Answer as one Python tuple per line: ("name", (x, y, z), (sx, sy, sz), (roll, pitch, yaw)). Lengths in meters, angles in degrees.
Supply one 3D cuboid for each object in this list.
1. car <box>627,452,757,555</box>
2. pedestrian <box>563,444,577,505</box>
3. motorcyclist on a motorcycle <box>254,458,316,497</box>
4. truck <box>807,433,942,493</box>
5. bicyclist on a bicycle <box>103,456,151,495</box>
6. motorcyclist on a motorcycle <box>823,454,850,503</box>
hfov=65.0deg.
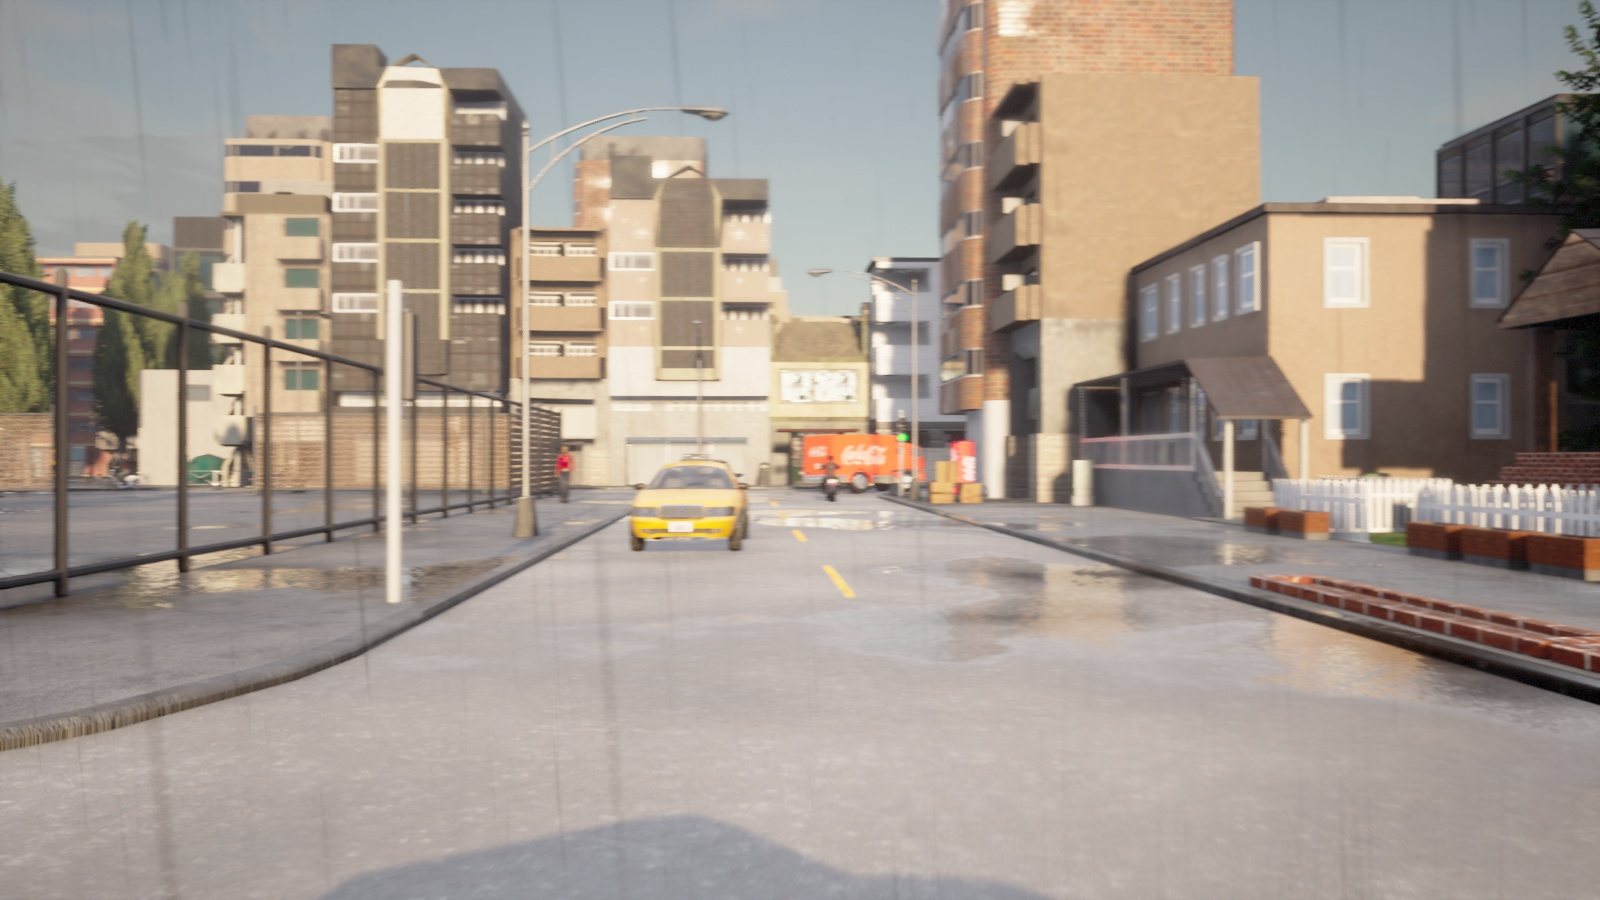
("car", (-1.746, 0.840, 21.921), (1.801, 1.575, 5.366), (0, 0, 0))
("pedestrian", (-7.065, 0.748, 38.578), (0.331, 1.846, 0.636), (0, 0, -3))
("motorcyclist on a motorcycle", (-22.130, 1.171, 54.007), (2.350, 1.649, 0.766), (0, 0, -2))
("truck", (3.198, 0.588, 53.945), (5.204, 2.467, 2.627), (1, -2, -31))
("bicyclist on a bicycle", (-30.889, 1.162, 57.626), (1.843, 1.776, 0.659), (0, 0, -3))
("motorcyclist on a motorcycle", (1.244, 0.979, 43.760), (0.766, 1.649, 2.350), (0, -1, -2))
